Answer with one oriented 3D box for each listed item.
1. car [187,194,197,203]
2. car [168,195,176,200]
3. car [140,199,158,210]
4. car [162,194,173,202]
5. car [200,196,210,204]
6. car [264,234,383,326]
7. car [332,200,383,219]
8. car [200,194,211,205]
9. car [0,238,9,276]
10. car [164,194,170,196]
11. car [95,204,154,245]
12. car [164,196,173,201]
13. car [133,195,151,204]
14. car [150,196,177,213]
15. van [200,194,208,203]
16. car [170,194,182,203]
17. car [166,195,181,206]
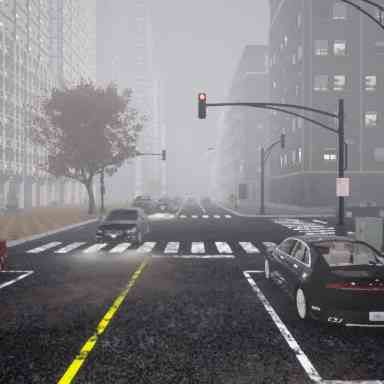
[{"bbox_3d":[-0.074,1.603,68.670,2.033,1.411,5.357,0,0,0],"label":"car"},{"bbox_3d":[-5.793,1.655,94.571,2.008,1.369,4.403,0,0,0],"label":"car"},{"bbox_3d":[-5.740,1.593,44.865,1.947,1.339,4.313,0,0,0],"label":"car"},{"bbox_3d":[-5.776,1.386,78.002,2.192,1.841,5.009,0,0,0],"label":"car"},{"bbox_3d":[2.617,1.578,67.135,1.752,1.417,4.829,0,0,0],"label":"car"},{"bbox_3d":[2.681,1.552,6.963,2.008,1.369,4.403,0,0,0],"label":"car"},{"bbox_3d":[13.397,1.350,26.380,4.403,1.369,2.008,-1,1,-1],"label":"car"},{"bbox_3d":[2.623,1.611,61.442,1.947,1.339,4.313,0,0,0],"label":"car"},{"bbox_3d":[-5.699,1.545,6.954,1.887,1.381,4.507,0,0,0],"label":"car"},{"bbox_3d":[-5.769,1.627,72.480,1.947,1.339,4.313,0,0,0],"label":"car"},{"bbox_3d":[-3.117,1.508,15.646,1.837,1.490,4.892,0,0,0],"label":"car"},{"bbox_3d":[-5.781,1.632,83.525,2.008,1.369,4.403,0,0,0],"label":"car"},{"bbox_3d":[-5.735,1.336,39.342,2.192,1.841,5.009,0,0,0],"label":"car"},{"bbox_3d":[-3.139,1.511,37.963,2.128,1.511,4.902,0,0,0],"label":"car"},{"bbox_3d":[2.611,1.402,72.489,1.690,1.788,3.998,0,0,0],"label":"van"},{"bbox_3d":[-3.074,1.528,69.650,1.882,1.535,5.008,0,0,0],"label":"car"},{"bbox_3d":[-3.151,1.637,53.867,1.895,1.301,4.718,0,0,0],"label":"car"}]
